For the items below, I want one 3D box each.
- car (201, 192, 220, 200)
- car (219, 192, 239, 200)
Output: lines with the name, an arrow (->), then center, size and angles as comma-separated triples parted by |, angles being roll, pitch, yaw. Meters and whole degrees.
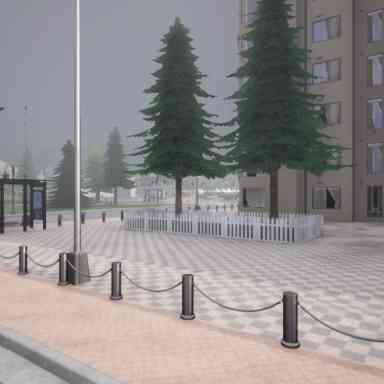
car -> 5.307, 1.384, 91.364 | 3.806, 1.475, 1.970 | 0, 0, 35
car -> 9.665, 1.373, 84.659 | 3.633, 1.501, 1.845 | 0, 0, 35
